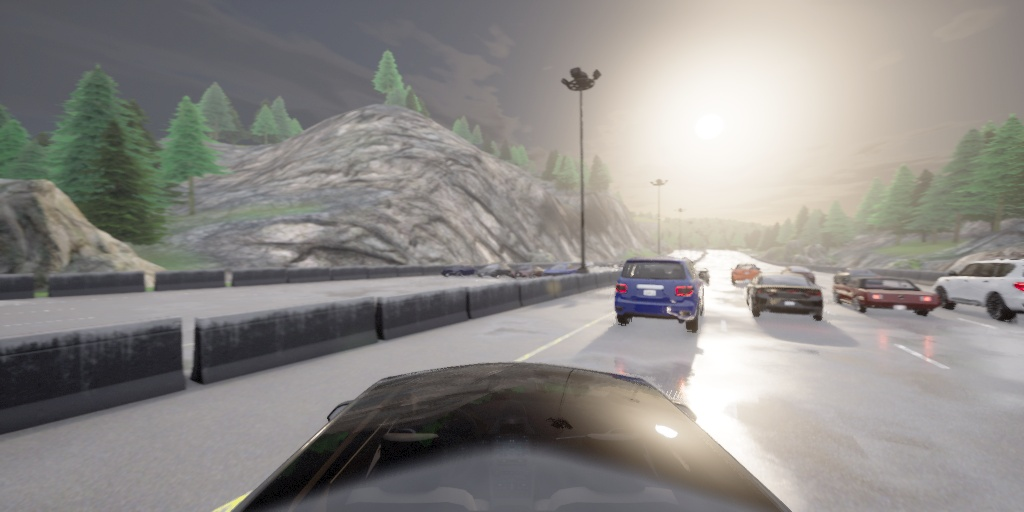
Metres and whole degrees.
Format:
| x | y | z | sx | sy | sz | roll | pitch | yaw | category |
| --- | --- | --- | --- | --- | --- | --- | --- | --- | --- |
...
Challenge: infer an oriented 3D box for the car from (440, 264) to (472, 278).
| x | y | z | sx | sy | sz | roll | pitch | yaw | category |
| --- | --- | --- | --- | --- | --- | --- | --- | --- | --- |
| -5.160 | 1.526 | 36.609 | 1.895 | 1.301 | 4.718 | 0 | 0 | 30 | car |

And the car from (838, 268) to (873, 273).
| x | y | z | sx | sy | sz | roll | pitch | yaw | category |
| --- | --- | --- | --- | --- | --- | --- | --- | --- | --- |
| 25.764 | 1.610 | 26.815 | 1.994 | 1.385 | 4.181 | 0 | -1 | 30 | car |

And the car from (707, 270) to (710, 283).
| x | y | z | sx | sy | sz | roll | pitch | yaw | category |
| --- | --- | --- | --- | --- | --- | --- | --- | --- | --- |
| 16.103 | 1.617 | 31.077 | 1.895 | 1.301 | 4.718 | 0 | 0 | 30 | car |

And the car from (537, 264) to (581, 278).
| x | y | z | sx | sy | sz | roll | pitch | yaw | category |
| --- | --- | --- | --- | --- | --- | --- | --- | --- | --- |
| 4.435 | 1.432 | 32.231 | 1.882 | 1.535 | 5.008 | 0 | 0 | 30 | car |

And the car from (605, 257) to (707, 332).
| x | y | z | sx | sy | sz | roll | pitch | yaw | category |
| --- | --- | --- | --- | --- | --- | --- | --- | --- | --- |
| 4.920 | 1.060 | 11.625 | 2.150 | 2.045 | 5.566 | 0 | 0 | 30 | car |

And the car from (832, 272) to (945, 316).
| x | y | z | sx | sy | sz | roll | pitch | yaw | category |
| --- | --- | --- | --- | --- | --- | --- | --- | --- | --- |
| 14.581 | 1.509 | 14.363 | 1.895 | 1.301 | 4.718 | 0 | 0 | 30 | car |

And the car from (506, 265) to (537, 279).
| x | y | z | sx | sy | sz | roll | pitch | yaw | category |
| --- | --- | --- | --- | --- | --- | --- | --- | --- | --- |
| 1.557 | 1.514 | 34.246 | 1.994 | 1.385 | 4.181 | 0 | 0 | 30 | car |

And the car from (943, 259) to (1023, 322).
| x | y | z | sx | sy | sz | roll | pitch | yaw | category |
| --- | --- | --- | --- | --- | --- | --- | --- | --- | --- |
| 17.640 | 1.136 | 12.658 | 2.150 | 2.045 | 5.566 | 0 | -1 | 30 | car |

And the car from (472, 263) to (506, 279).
| x | y | z | sx | sy | sz | roll | pitch | yaw | category |
| --- | --- | --- | --- | --- | --- | --- | --- | --- | --- |
| -1.622 | 1.466 | 35.722 | 1.812 | 1.442 | 4.674 | 0 | 0 | 30 | car |

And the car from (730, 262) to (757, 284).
| x | y | z | sx | sy | sz | roll | pitch | yaw | category |
| --- | --- | --- | --- | --- | --- | --- | --- | --- | --- |
| 19.478 | 1.382 | 29.928 | 2.097 | 1.767 | 4.553 | 0 | 0 | 30 | car |

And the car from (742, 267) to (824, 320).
| x | y | z | sx | sy | sz | roll | pitch | yaw | category |
| --- | --- | --- | --- | --- | --- | --- | --- | --- | --- |
| 10.038 | 1.355 | 13.493 | 1.882 | 1.535 | 5.008 | 0 | 0 | 30 | car |
